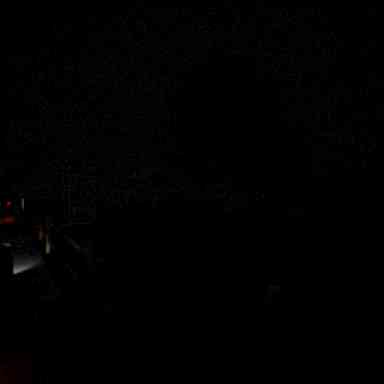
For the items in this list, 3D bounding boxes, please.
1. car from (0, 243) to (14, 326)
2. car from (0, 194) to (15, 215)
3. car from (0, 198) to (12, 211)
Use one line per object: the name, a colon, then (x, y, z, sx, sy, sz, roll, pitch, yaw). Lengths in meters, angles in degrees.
car: (-4.599, 1.557, 6.476, 1.994, 1.385, 4.181, 0, 0, -28)
car: (-18.780, 1.212, 32.701, 2.150, 2.045, 5.566, 0, 0, -28)
car: (-23.933, 1.541, 42.105, 2.033, 1.411, 5.357, 0, 0, -28)
